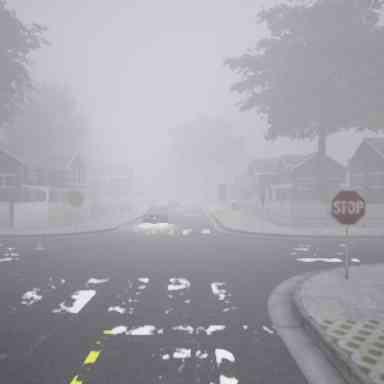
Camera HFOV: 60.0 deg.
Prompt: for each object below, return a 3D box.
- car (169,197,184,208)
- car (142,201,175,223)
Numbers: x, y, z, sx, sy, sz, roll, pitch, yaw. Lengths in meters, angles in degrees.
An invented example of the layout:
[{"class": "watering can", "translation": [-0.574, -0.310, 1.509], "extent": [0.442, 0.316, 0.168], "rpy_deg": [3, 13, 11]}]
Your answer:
[{"class": "car", "translation": [-2.603, 1.669, 49.933], "extent": [1.882, 1.535, 5.008], "rpy_deg": [0, 1, 0]}, {"class": "car", "translation": [-2.679, 1.693, 25.936], "extent": [1.994, 1.385, 4.181], "rpy_deg": [0, 0, 0]}]
